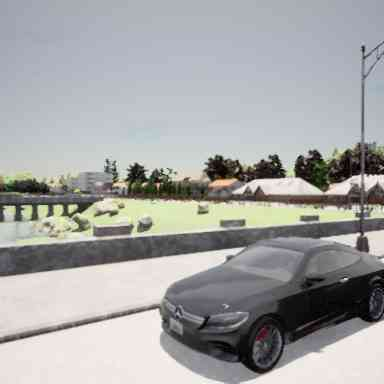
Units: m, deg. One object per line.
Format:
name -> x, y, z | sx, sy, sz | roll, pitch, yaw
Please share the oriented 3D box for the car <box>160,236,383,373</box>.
car -> 1.682, 1.563, 5.807 | 4.674, 1.442, 1.812 | 1, 0, -36
